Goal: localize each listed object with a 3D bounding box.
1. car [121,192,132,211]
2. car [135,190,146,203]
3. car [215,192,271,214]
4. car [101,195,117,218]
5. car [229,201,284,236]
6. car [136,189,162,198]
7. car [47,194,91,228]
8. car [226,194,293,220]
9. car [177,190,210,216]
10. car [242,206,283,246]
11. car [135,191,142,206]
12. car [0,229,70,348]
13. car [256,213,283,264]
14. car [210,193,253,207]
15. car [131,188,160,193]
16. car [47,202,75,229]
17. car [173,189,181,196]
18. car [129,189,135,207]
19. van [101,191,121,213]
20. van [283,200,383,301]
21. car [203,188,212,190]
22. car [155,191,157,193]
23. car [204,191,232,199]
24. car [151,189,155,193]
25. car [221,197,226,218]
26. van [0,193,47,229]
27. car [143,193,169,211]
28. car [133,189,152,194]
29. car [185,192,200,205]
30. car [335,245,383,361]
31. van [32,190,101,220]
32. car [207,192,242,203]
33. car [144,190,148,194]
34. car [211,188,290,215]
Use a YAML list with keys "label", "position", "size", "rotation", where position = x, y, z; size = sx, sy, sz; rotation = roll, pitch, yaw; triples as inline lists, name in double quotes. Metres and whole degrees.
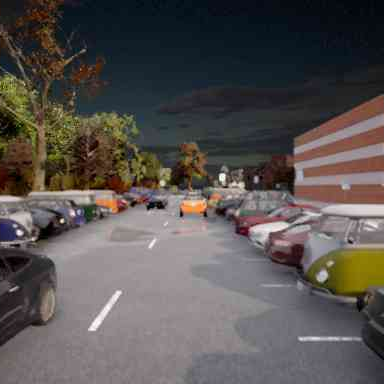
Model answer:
- label: "car"
  position: [-8.151, 1.048, 28.998]
  size: [5.008, 1.535, 2.097]
  rotation: [0, 1, 0]
- label: "car"
  position: [-8.149, 0.880, 37.467]
  size: [5.008, 1.535, 2.097]
  rotation: [0, 1, 0]
- label: "car"
  position: [4.391, 0.919, 29.183]
  size: [4.553, 1.767, 2.185]
  rotation: [0, 1, 0]
- label: "car"
  position: [-8.155, 1.159, 23.476]
  size: [4.892, 1.521, 2.231]
  rotation: [0, 1, 0]
- label: "car"
  position: [4.424, 1.324, 15.059]
  size: [5.008, 1.535, 2.097]
  rotation: [0, 1, 0]
- label: "car"
  position: [-8.080, 0.227, 63.005]
  size: [4.553, 1.767, 2.185]
  rotation: [0, 1, 0]
- label: "car"
  position: [-8.120, 1.146, 17.703]
  size: [4.553, 1.767, 2.185]
  rotation: [0, 1, 0]
- label: "car"
  position: [4.388, 1.142, 17.882]
  size: [4.553, 1.767, 2.185]
  rotation: [0, 1, 0]
- label: "car"
  position: [0.107, 0.951, 27.429]
  size: [2.097, 1.767, 4.553]
  rotation: [0, 1, 0]
- label: "car"
  position: [4.421, 1.420, 12.235]
  size: [4.674, 1.452, 2.002]
  rotation: [0, 1, 0]
- label: "car"
  position: [-8.140, 0.936, 34.644]
  size: [5.008, 1.535, 2.097]
  rotation: [0, 1, 0]
- label: "car"
  position: [-3.335, 1.516, 4.350]
  size: [1.812, 1.442, 4.674]
  rotation: [0, 0, 0]
- label: "car"
  position: [4.415, 1.471, 9.401]
  size: [4.674, 1.452, 2.002]
  rotation: [0, 1, 0]
- label: "car"
  position: [4.427, 0.916, 37.661]
  size: [4.674, 1.452, 2.002]
  rotation: [0, 1, 0]
- label: "car"
  position: [-8.151, 0.541, 54.530]
  size: [4.892, 1.521, 2.231]
  rotation: [0, 1, 0]
- label: "car"
  position: [-8.185, 1.355, 15.009]
  size: [4.792, 1.488, 2.163]
  rotation: [0, 1, 0]
- label: "car"
  position: [-3.232, 0.116, 74.513]
  size: [1.837, 1.490, 4.892]
  rotation: [0, 1, 0]
- label: "car"
  position: [-8.176, 0.867, 31.818]
  size: [4.553, 1.767, 2.185]
  rotation: [0, 1, 0]
- label: "van"
  position: [-8.263, 0.876, 26.297]
  size: [4.442, 1.987, 1.878]
  rotation: [0, 1, 0]
- label: "van"
  position: [4.300, 1.236, 6.441]
  size: [4.442, 1.987, 1.878]
  rotation: [0, 0, 0]
- label: "car"
  position: [4.434, 0.538, 54.611]
  size: [5.008, 1.535, 2.097]
  rotation: [0, 1, 0]
- label: "car"
  position: [-8.138, 0.655, 48.884]
  size: [4.892, 1.521, 2.231]
  rotation: [0, 1, 0]
- label: "car"
  position: [4.431, 0.519, 57.439]
  size: [4.674, 1.452, 2.002]
  rotation: [0, 1, 0]
- label: "car"
  position: [-8.137, 0.710, 46.061]
  size: [5.008, 1.535, 2.097]
  rotation: [0, 1, 0]
- label: "car"
  position: [4.417, 1.252, 20.711]
  size: [4.674, 1.452, 2.002]
  rotation: [0, 1, 0]
- label: "van"
  position: [-8.036, 1.155, 12.178]
  size: [4.442, 1.987, 1.878]
  rotation: [0, 1, 0]
- label: "car"
  position: [-3.340, 1.094, 32.786]
  size: [1.895, 1.301, 4.718]
  rotation: [0, 1, 0]
- label: "car"
  position: [-8.138, 0.766, 43.238]
  size: [5.008, 1.535, 2.097]
  rotation: [0, 1, 0]
- label: "car"
  position: [0.107, 0.822, 42.725]
  size: [1.812, 1.442, 4.674]
  rotation: [0, 1, 0]
- label: "car"
  position: [4.413, 1.512, 3.736]
  size: [4.674, 1.452, 2.002]
  rotation: [0, 0, 0]
- label: "van"
  position: [-8.267, 0.988, 20.648]
  size: [4.442, 1.987, 1.878]
  rotation: [0, 1, 0]
- label: "car"
  position: [4.423, 0.749, 46.137]
  size: [4.674, 1.452, 2.002]
  rotation: [0, 1, 0]
- label: "car"
  position: [-8.173, 0.852, 40.415]
  size: [4.792, 1.488, 2.163]
  rotation: [0, 1, 0]
- label: "car"
  position: [4.392, 0.905, 23.530]
  size: [5.566, 2.045, 2.435]
  rotation: [0, 1, 0]
